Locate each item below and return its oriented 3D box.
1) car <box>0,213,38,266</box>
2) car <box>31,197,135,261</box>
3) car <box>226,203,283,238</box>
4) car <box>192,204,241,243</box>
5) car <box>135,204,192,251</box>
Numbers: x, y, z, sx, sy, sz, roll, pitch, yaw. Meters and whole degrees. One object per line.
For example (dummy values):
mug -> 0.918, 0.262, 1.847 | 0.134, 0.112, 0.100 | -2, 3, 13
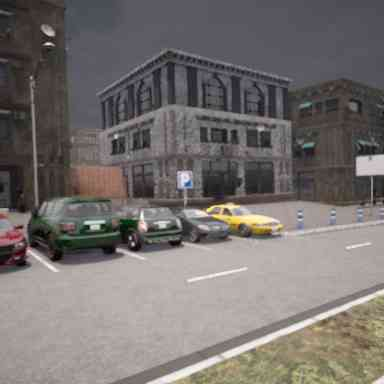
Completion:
car -> -6.819, 1.491, 10.952 | 2.097, 1.535, 5.008 | -1, 1, -36
car -> -4.611, 1.202, 12.596 | 2.435, 2.045, 5.566 | -1, 1, -36
car -> 2.193, 1.357, 17.304 | 1.946, 1.575, 5.366 | -1, 0, -36
car -> -0.144, 1.428, 15.829 | 2.002, 1.452, 4.674 | -1, 0, -36
car -> -2.350, 1.293, 14.174 | 2.185, 1.767, 4.553 | -1, 1, -36
